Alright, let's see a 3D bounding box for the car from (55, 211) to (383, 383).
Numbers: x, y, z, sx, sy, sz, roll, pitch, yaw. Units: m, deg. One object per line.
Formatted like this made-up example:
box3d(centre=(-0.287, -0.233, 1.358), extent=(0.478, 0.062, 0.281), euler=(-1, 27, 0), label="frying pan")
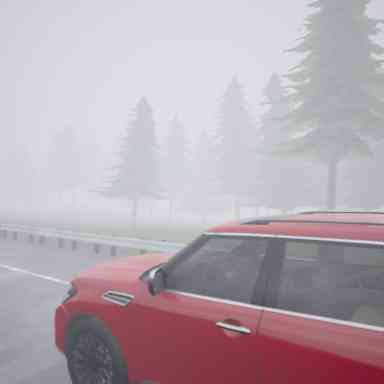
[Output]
box3d(centre=(0.996, 1.221, 3.283), extent=(5.566, 2.045, 2.150), euler=(0, 0, 36), label="car")
